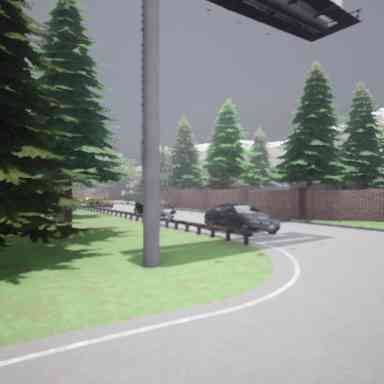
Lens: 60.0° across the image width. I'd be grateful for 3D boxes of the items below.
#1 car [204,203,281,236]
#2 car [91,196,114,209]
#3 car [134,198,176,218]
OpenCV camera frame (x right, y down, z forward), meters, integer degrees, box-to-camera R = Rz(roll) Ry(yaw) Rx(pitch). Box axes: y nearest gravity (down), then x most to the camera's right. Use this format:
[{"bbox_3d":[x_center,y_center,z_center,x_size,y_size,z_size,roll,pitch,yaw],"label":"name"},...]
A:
[{"bbox_3d":[2.357,1.290,16.767,1.812,1.442,4.674,0,0,-30],"label":"car"},{"bbox_3d":[-10.676,1.171,38.959,1.882,1.535,5.008,0,1,-30],"label":"car"},{"bbox_3d":[-2.943,1.227,25.778,2.128,1.511,4.902,0,0,-30],"label":"car"}]
